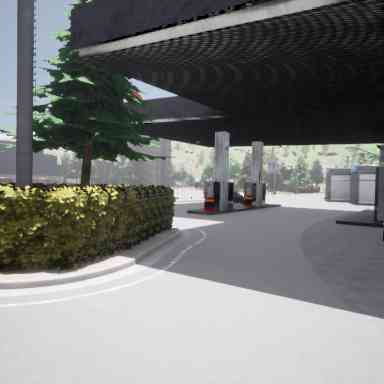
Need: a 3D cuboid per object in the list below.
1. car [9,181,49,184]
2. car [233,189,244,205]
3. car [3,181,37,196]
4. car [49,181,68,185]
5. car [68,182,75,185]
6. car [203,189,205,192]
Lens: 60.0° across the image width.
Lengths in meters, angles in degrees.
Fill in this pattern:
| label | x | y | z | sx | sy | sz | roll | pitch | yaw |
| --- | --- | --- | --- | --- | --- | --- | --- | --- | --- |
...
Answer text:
| label | x | y | z | sx | sy | sz | roll | pitch | yaw |
| --- | --- | --- | --- | --- | --- | --- | --- | --- | --- |
| car | -17.351 | -0.184 | 35.189 | 3.866 | 1.878 | 1.905 | 2 | 2 | 35 |
| car | 4.392 | 0.686 | 36.696 | 1.837 | 1.490 | 4.892 | 2 | 2 | 35 |
| car | -21.902 | -0.472 | 42.394 | 4.605 | 1.855 | 1.932 | 2 | 2 | 35 |
| car | -26.976 | -1.264 | 65.408 | 3.866 | 1.878 | 1.905 | 2 | 2 | 35 |
| car | -25.645 | -1.289 | 68.024 | 4.605 | 1.855 | 1.932 | 2 | 2 | 35 |
| car | 4.686 | -0.310 | 65.637 | 5.027 | 1.636 | 2.152 | 2 | 2 | 35 |
